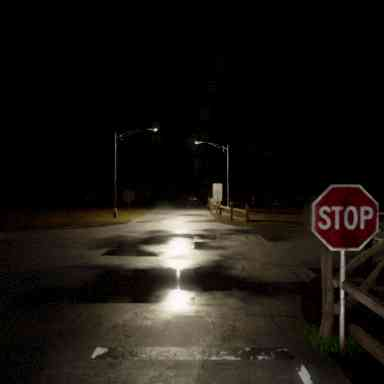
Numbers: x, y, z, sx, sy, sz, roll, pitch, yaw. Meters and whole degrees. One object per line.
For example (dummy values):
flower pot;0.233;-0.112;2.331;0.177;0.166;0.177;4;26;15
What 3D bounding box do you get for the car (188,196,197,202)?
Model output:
car;0.103;1.514;71.326;1.895;1.301;4.718;0;0;0
